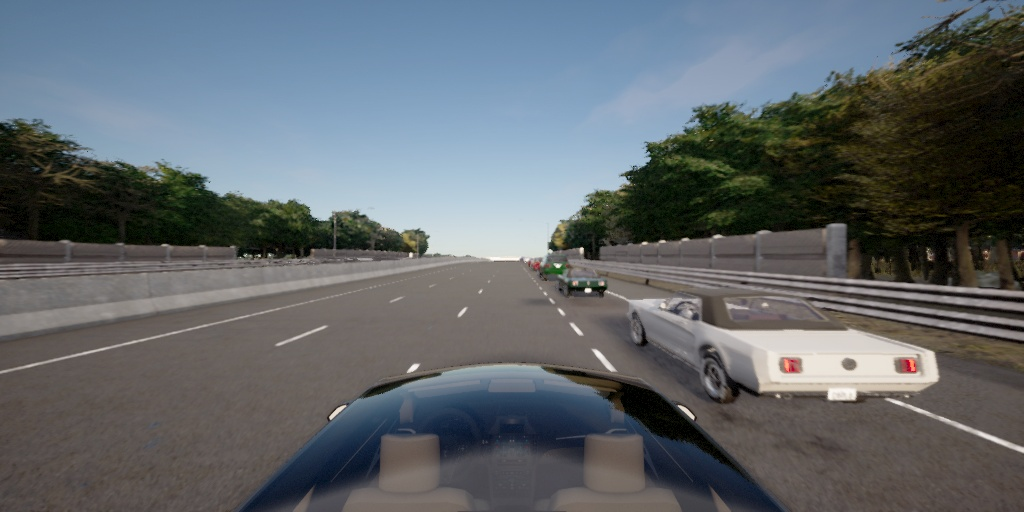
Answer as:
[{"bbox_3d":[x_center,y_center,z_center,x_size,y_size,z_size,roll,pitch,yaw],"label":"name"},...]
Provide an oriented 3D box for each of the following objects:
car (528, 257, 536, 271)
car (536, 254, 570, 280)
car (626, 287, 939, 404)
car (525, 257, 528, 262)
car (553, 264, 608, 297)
[{"bbox_3d":[3.508,0.957,45.637,2.097,1.767,4.553,0,0,0],"label":"car"},{"bbox_3d":[3.506,0.892,29.979,2.150,2.045,5.566,0,0,0],"label":"car"},{"bbox_3d":[3.503,1.174,6.020,1.895,1.301,4.718,0,0,0],"label":"car"},{"bbox_3d":[3.510,0.993,57.679,1.882,1.535,5.008,0,0,0],"label":"car"},{"bbox_3d":[3.504,1.294,18.741,1.895,1.301,4.718,0,0,0],"label":"car"}]
